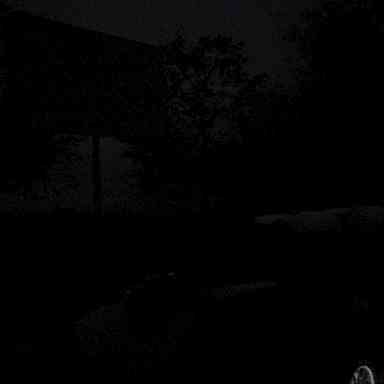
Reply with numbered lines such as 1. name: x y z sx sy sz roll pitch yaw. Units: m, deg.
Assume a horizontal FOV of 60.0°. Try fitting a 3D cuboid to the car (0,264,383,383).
1. car: -0.012 1.515 3.064 4.674 1.442 1.812 0 0 -35
